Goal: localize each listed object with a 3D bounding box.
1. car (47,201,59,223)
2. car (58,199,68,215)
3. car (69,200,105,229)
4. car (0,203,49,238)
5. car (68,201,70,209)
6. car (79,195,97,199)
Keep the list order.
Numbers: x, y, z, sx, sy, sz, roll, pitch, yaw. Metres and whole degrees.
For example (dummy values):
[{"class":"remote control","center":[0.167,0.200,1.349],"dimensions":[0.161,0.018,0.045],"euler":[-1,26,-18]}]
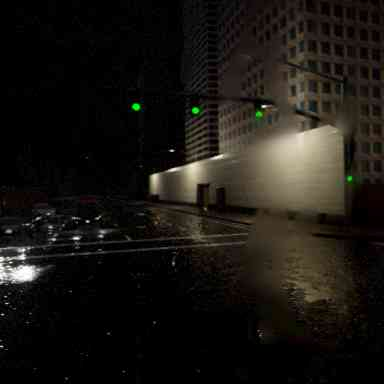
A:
[{"class":"car","center":[-12.097,1.669,26.810],"dimensions":[1.812,1.442,4.674],"euler":[-1,0,-18]},{"class":"car","center":[-15.297,1.734,36.852],"dimensions":[2.033,1.411,5.357],"euler":[-1,0,-18]},{"class":"car","center":[-7.173,1.571,22.828],"dimensions":[1.837,1.490,4.892],"euler":[-1,0,-18]},{"class":"car","center":[-9.311,1.596,17.973],"dimensions":[2.128,1.511,4.902],"euler":[-1,0,-17]},{"class":"car","center":[-19.294,1.790,49.716],"dimensions":[2.033,1.411,5.357],"euler":[-1,0,-17]},{"class":"car","center":[-13.064,1.369,41.413],"dimensions":[2.150,2.045,5.566],"euler":[-1,0,-17]}]
